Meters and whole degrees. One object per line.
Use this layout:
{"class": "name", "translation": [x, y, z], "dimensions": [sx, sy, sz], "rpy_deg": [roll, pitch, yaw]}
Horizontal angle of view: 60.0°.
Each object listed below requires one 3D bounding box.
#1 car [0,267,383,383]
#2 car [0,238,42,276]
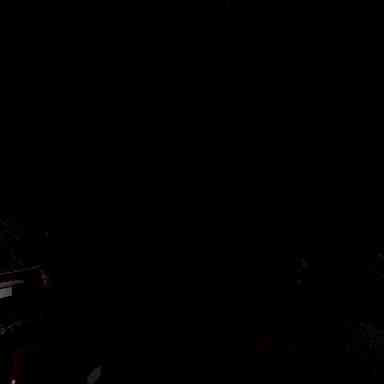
{"class": "car", "translation": [0.287, 1.555, 2.642], "dimensions": [4.507, 1.381, 1.887], "rpy_deg": [-1, 0, 35]}
{"class": "car", "translation": [-4.304, 1.502, 5.917], "dimensions": [4.097, 1.590, 1.967], "rpy_deg": [-1, 0, 35]}
